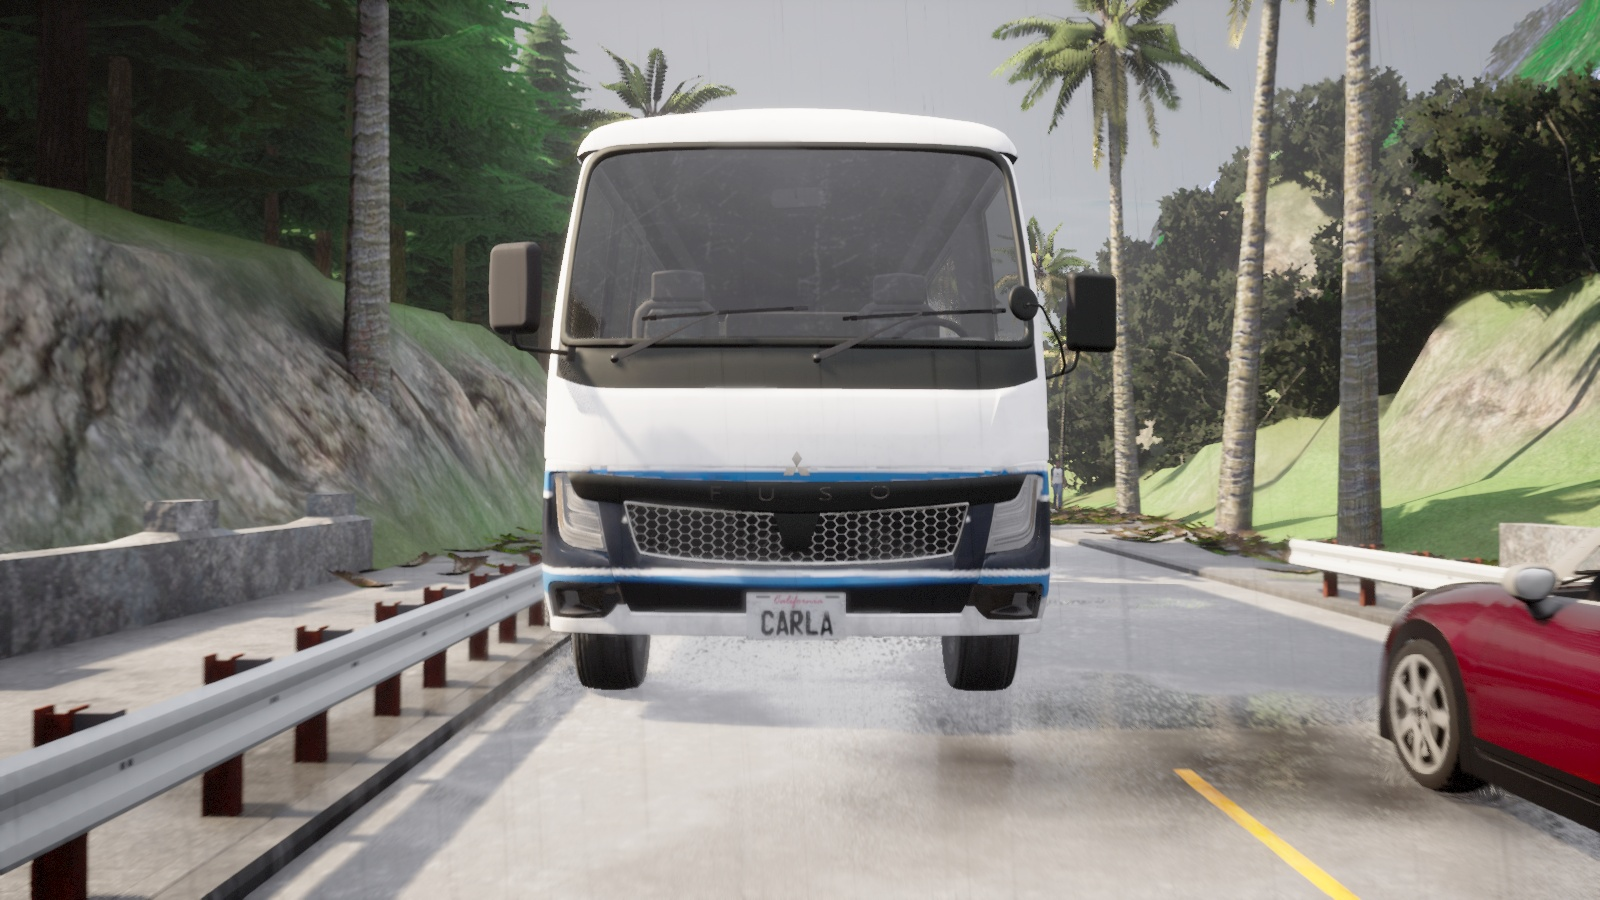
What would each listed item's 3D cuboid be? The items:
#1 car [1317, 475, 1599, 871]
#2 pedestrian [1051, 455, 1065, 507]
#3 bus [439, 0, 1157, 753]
[{"bbox_3d":[3.989,0.854,5.363,1.970,1.475,3.806,0,-1,0],"label":"car"},{"bbox_3d":[9.269,1.118,45.138,0.354,1.836,0.706,0,-1,0],"label":"pedestrian"},{"bbox_3d":[-0.032,-0.359,12.080,3.944,4.253,10.273,0,-1,0],"label":"bus"}]
